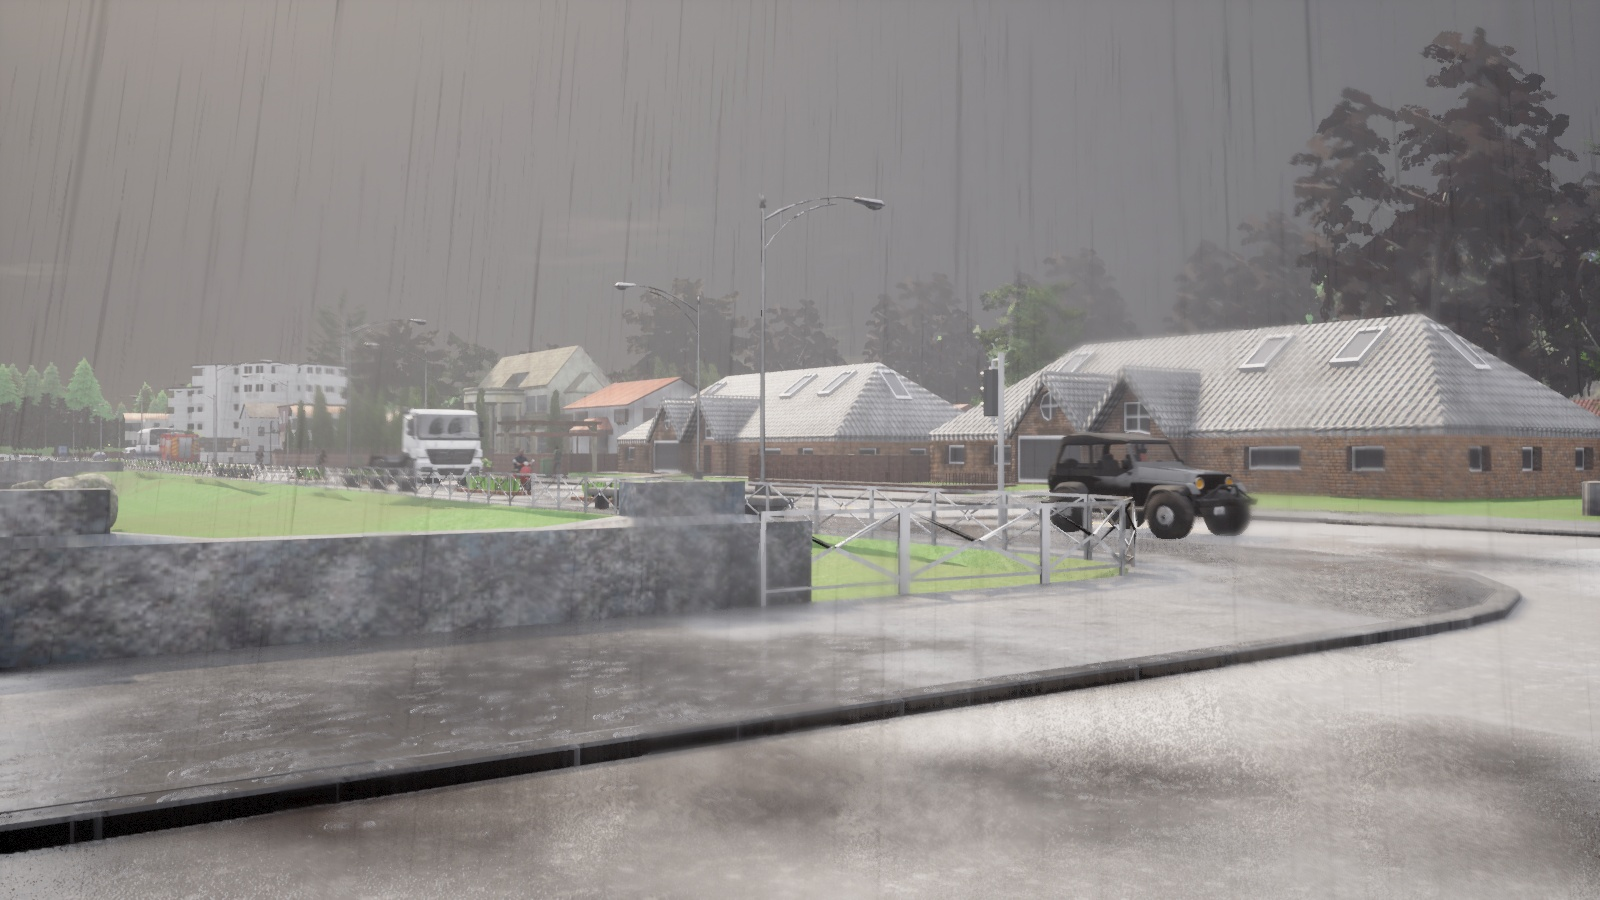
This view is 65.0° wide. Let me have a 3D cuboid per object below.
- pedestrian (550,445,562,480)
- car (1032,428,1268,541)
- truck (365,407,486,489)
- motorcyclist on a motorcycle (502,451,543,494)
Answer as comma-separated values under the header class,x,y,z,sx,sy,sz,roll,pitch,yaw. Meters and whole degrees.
class,x,y,z,sx,sy,sz,roll,pitch,yaw
pedestrian,-12.816,0.643,66.005,0.353,1.847,0.614,0,0,-41
car,6.359,0.584,23.171,1.905,1.878,3.866,0,0,-35
truck,-17.082,-0.062,56.839,2.891,3.462,7.936,0,0,-35
motorcyclist on a motorcycle,-10.453,0.836,47.319,0.866,1.590,1.817,0,0,-35
